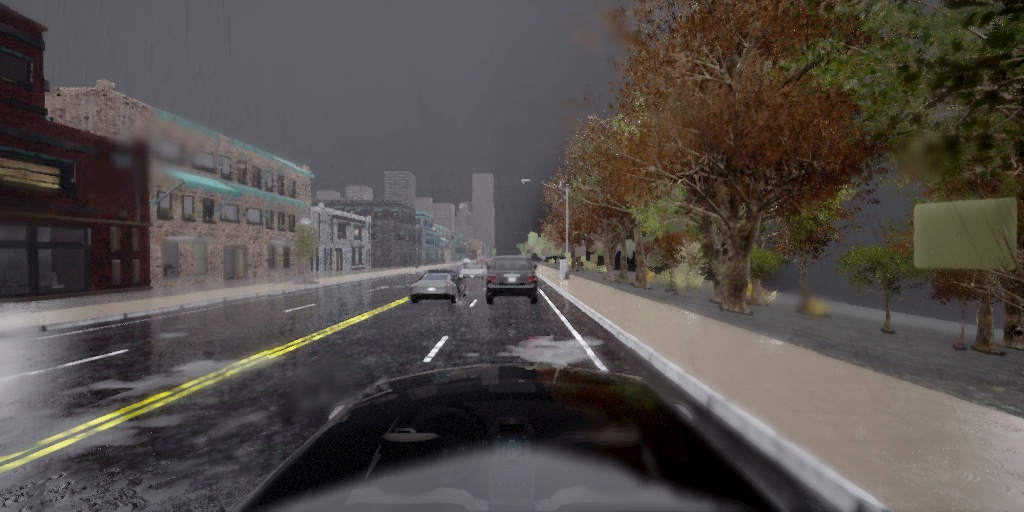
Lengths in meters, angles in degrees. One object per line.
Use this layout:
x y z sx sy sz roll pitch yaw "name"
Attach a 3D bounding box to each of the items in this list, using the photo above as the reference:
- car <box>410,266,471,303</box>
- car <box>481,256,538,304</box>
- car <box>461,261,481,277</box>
-3.249 1.317 16.501 1.994 1.385 4.181 0 0 0 "car"
0.000 1.002 16.530 2.150 2.045 5.566 0 0 0 "car"
-3.250 1.358 31.531 1.895 1.301 4.718 0 0 0 "car"
